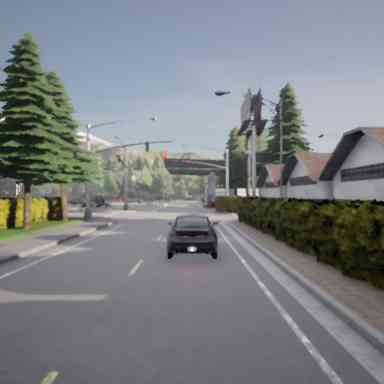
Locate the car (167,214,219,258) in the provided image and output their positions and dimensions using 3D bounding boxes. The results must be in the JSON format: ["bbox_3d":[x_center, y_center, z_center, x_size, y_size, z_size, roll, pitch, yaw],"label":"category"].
[{"bbox_3d":[0.022,1.653,13.489,1.837,1.490,4.892,0,0,0],"label":"car"}]

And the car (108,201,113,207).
[{"bbox_3d":[-16.165,2.002,59.688,3.806,1.475,1.970,0,-1,0],"label":"car"}]

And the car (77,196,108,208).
[{"bbox_3d":[-16.757,1.682,56.364,3.866,1.878,1.905,0,-1,0],"label":"car"}]

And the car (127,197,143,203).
[{"bbox_3d":[-16.409,2.338,93.943,5.027,1.636,2.152,0,-1,0],"label":"car"}]

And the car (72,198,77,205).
[{"bbox_3d":[-24.003,2.071,72.063,4.514,1.523,2.007,0,-1,0],"label":"car"}]

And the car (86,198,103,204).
[{"bbox_3d":[-24.017,2.200,82.055,3.633,1.501,1.845,0,-1,0],"label":"car"}]

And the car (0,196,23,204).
[{"bbox_3d":[-42.546,1.938,78.343,4.605,1.855,1.932,0,-1,0],"label":"car"}]

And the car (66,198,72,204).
[{"bbox_3d":[-24.644,1.737,59.606,4.605,1.855,1.932,0,-1,0],"label":"car"}]
